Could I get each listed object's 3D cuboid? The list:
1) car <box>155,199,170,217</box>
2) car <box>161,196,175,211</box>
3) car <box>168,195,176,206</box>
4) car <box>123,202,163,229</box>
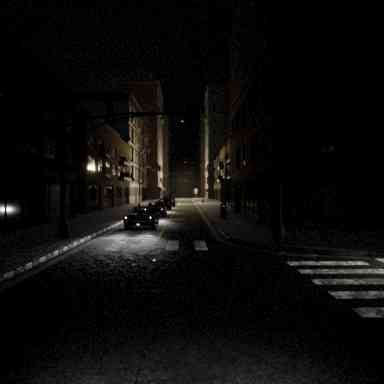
[{"bbox_3d":[-3.340,1.587,30.887,1.895,1.301,4.718,0,0,-1],"label":"car"},{"bbox_3d":[-3.465,1.542,40.161,1.994,1.385,4.181,0,0,0],"label":"car"},{"bbox_3d":[-3.579,1.319,50.016,2.097,1.767,4.553,0,0,-1],"label":"car"},{"bbox_3d":[-3.197,1.593,21.715,1.895,1.301,4.718,0,0,-1],"label":"car"}]
